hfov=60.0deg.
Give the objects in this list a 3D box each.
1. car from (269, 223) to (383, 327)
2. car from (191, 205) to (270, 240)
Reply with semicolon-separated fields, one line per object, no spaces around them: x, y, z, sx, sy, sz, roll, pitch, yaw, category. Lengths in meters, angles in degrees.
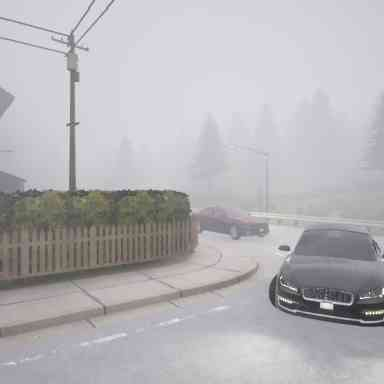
3.159;1.505;7.298;1.837;1.490;4.892;0;0;27;car
1.861;1.478;17.434;1.882;1.535;5.008;0;0;-33;car
